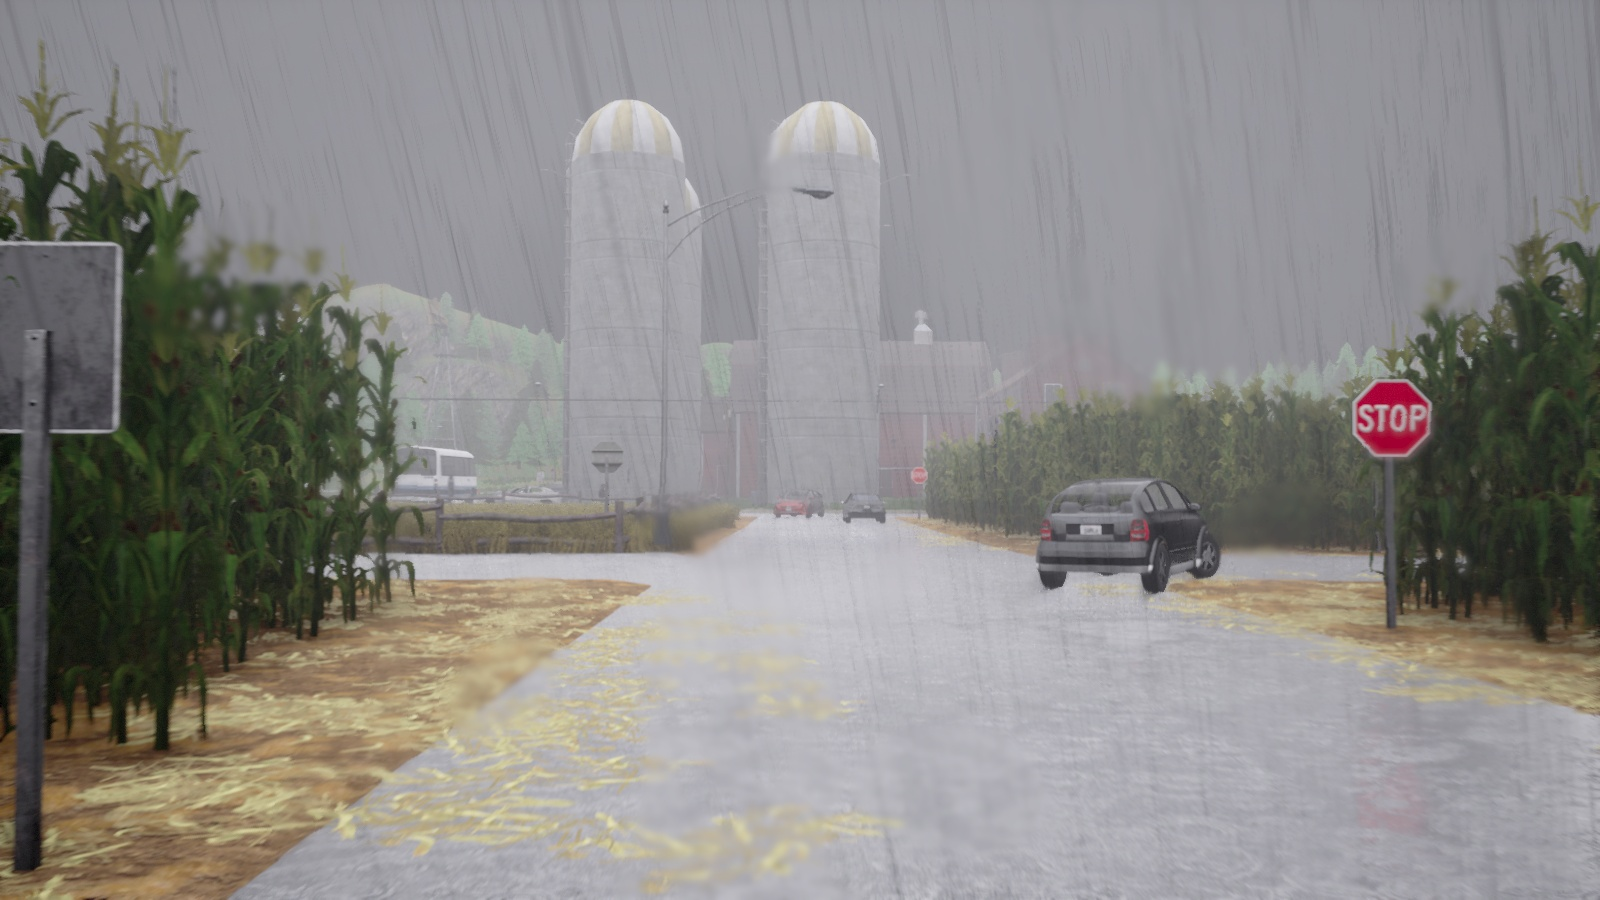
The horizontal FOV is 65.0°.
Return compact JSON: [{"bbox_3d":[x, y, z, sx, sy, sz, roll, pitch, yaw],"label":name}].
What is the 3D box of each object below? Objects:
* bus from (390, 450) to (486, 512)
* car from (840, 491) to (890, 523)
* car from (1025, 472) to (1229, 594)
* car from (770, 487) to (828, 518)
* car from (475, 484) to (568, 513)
[{"bbox_3d":[-26.151,2.244,91.451,3.944,4.253,10.273,0,-2,1],"label":"bus"},{"bbox_3d":[2.962,2.602,58.073,2.033,1.411,5.357,0,-2,0],"label":"car"},{"bbox_3d":[4.893,1.147,18.461,1.789,1.549,3.705,-2,-1,32],"label":"car"},{"bbox_3d":[0.013,2.744,66.202,2.007,1.525,4.514,-1,-2,14],"label":"car"},{"bbox_3d":[-16.275,2.851,73.572,5.027,1.651,2.152,0,-2,0],"label":"car"}]
